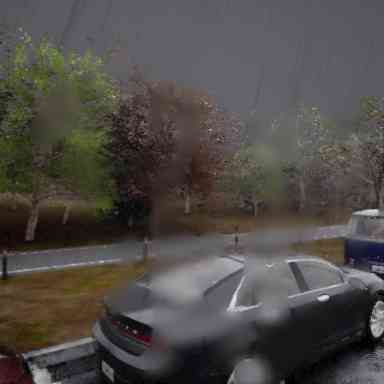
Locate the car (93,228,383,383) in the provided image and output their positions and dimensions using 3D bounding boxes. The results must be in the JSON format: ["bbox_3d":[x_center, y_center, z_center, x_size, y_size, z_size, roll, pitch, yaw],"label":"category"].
[{"bbox_3d":[1.082,1.521,4.825,4.892,1.521,2.231,0,0,-37],"label":"car"}]

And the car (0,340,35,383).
[{"bbox_3d":[-3.409,1.487,1.631,4.792,1.488,2.163,0,0,-37],"label":"car"}]

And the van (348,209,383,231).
[{"bbox_3d":[5.719,1.383,8.118,4.442,1.987,1.878,1,-1,-33],"label":"van"}]
